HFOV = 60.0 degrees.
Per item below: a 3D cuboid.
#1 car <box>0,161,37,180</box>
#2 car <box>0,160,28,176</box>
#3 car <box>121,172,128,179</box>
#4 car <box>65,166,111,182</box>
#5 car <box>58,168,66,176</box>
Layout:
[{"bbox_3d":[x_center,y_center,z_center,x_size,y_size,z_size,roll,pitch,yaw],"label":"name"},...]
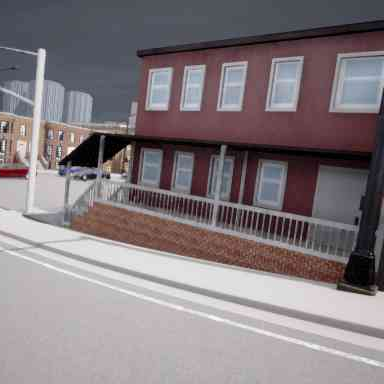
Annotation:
[{"bbox_3d":[-17.369,-2.062,31.671,1.882,1.535,5.008,10,6,35],"label":"car"},{"bbox_3d":[-19.999,-2.511,33.973,2.033,1.411,5.357,10,6,35],"label":"car"},{"bbox_3d":[-8.434,-2.553,49.945,2.128,1.511,4.902,10,6,36],"label":"car"},{"bbox_3d":[-11.853,-2.044,39.321,2.128,1.511,4.902,10,6,35],"label":"car"},{"bbox_3d":[-14.310,-2.574,41.831,1.882,1.535,5.008,10,6,36],"label":"car"}]
